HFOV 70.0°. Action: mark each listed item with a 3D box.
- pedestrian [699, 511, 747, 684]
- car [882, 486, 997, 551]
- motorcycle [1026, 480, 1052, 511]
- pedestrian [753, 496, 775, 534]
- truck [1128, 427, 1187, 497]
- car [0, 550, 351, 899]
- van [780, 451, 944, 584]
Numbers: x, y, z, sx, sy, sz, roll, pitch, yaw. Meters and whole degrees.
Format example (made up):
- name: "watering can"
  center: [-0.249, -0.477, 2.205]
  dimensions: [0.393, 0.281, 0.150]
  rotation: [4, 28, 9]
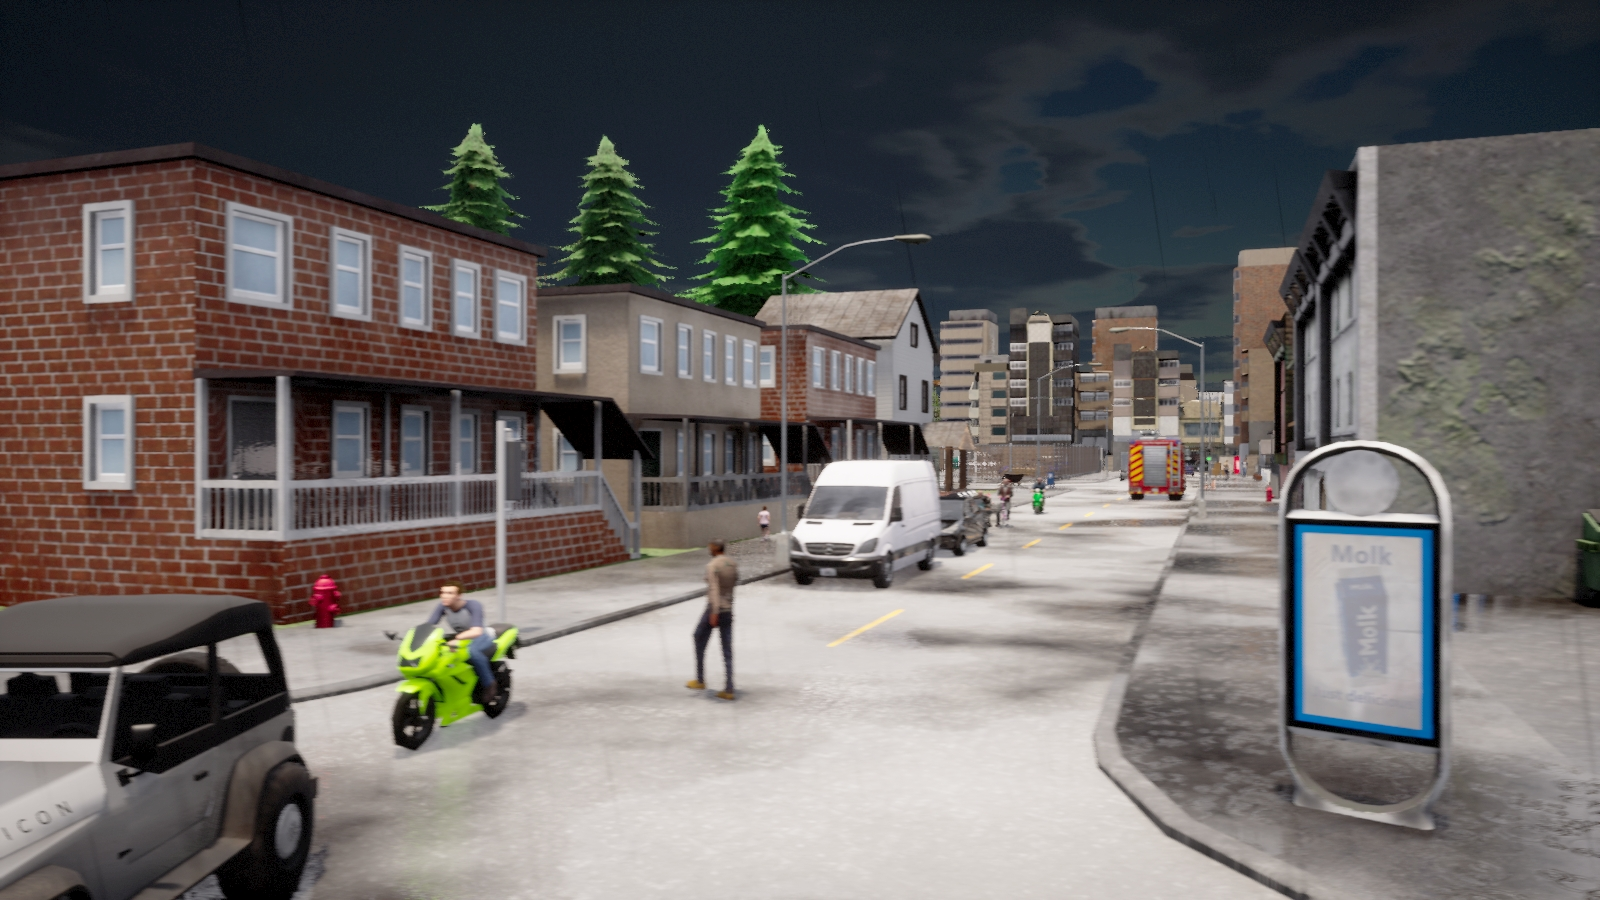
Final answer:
- name: "pedestrian"
  center: [-0.859, 1.629, 12.738]
  dimensions: [0.375, 1.860, 0.375]
  rotation: [0, 0, 44]
- name: "car"
  center: [3.996, 1.843, 31.990]
  dimensions: [2.163, 1.488, 4.792]
  rotation: [0, 0, 20]
- name: "motorcycle"
  center: [10.357, 1.962, 49.459]
  dimensions: [0.856, 1.236, 1.805]
  rotation: [0, 0, 20]
- name: "pedestrian"
  center: [-1.062, 1.904, 33.563]
  dimensions: [0.500, 1.100, 0.500]
  rotation: [0, 0, 18]
- name: "truck"
  center: [20.903, 0.669, 66.574]
  dimensions: [2.891, 3.827, 8.468]
  rotation: [0, 0, 20]
- name: "car"
  center: [-4.123, 1.639, 6.137]
  dimensions: [1.905, 1.878, 3.866]
  rotation: [0, 0, 0]
- name: "van"
  center: [1.556, 1.314, 25.313]
  dimensions: [1.988, 2.561, 5.915]
  rotation: [0, 0, 20]
